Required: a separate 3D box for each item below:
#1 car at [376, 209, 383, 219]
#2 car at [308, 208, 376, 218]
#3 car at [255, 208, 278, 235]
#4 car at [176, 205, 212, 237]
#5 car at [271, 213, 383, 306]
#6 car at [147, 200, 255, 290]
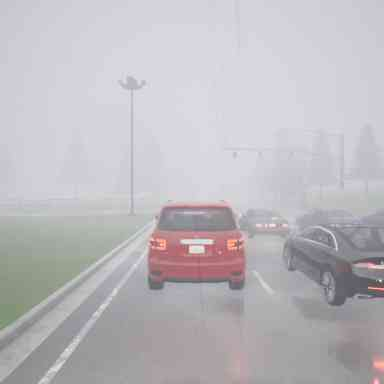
[{"bbox_3d":[10.636,1.564,17.534,1.994,1.385,4.181,0,0,0],"label":"car"},{"bbox_3d":[7.137,1.547,17.653,2.033,1.411,5.357,0,0,0],"label":"car"},{"bbox_3d":[3.636,1.547,17.538,2.033,1.411,5.357,0,0,0],"label":"car"},{"bbox_3d":[0.123,1.526,18.928,1.812,1.442,4.674,0,0,0],"label":"car"},{"bbox_3d":[3.615,1.492,8.012,2.128,1.511,4.902,0,0,0],"label":"car"},{"bbox_3d":[0.112,1.221,9.225,2.150,2.045,5.566,0,0,0],"label":"car"}]
